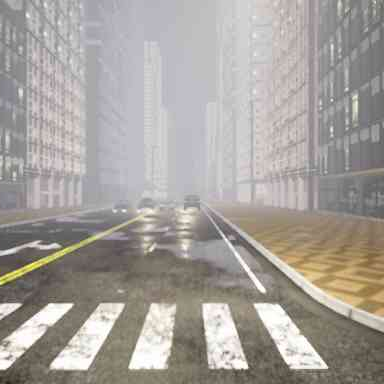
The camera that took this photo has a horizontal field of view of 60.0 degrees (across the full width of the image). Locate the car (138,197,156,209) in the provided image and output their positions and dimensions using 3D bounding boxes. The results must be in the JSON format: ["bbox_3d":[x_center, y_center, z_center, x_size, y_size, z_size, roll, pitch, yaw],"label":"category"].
[{"bbox_3d":[-6.475,1.524,47.703,2.097,1.767,4.553,0,0,0],"label":"car"}]

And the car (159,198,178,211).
[{"bbox_3d":[-3.228,1.753,43.532,1.895,1.301,4.718,0,0,0],"label":"car"}]

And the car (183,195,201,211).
[{"bbox_3d":[0.023,1.375,43.532,2.150,2.045,5.566,0,0,0],"label":"car"}]

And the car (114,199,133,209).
[{"bbox_3d":[-9.725,1.718,47.673,2.033,1.411,5.357,0,0,0],"label":"car"}]
